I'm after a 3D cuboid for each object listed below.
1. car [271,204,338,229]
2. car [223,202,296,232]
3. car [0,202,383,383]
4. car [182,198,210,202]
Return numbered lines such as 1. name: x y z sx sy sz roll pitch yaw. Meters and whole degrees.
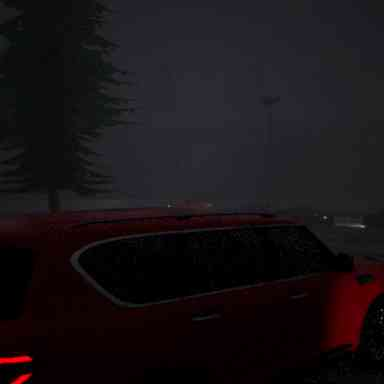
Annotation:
1. car: 7.399 1.546 22.249 1.994 1.385 4.181 0 0 -22
2. car: 4.075 1.476 21.148 2.128 1.511 4.902 0 0 -23
3. car: 0.354 1.217 4.014 5.566 2.045 2.150 0 0 -36
4. car: -0.155 1.332 32.490 4.553 1.767 2.097 0 0 19
